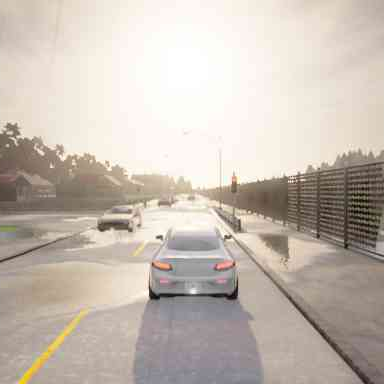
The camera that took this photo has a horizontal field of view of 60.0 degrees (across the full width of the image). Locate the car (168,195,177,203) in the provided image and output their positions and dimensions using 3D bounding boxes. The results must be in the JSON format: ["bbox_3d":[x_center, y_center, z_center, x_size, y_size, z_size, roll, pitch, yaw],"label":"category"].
[{"bbox_3d":[-4.154,1.499,72.070,1.812,1.442,4.674,0,0,0],"label":"car"}]

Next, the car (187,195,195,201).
[{"bbox_3d":[-0.190,1.447,86.391,1.882,1.535,5.008,0,0,0],"label":"car"}]

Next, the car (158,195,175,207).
[{"bbox_3d":[-4.205,1.459,51.810,1.882,1.535,5.008,0,0,0],"label":"car"}]

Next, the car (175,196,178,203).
[{"bbox_3d":[-4.195,1.330,61.740,2.097,1.767,4.553,0,0,0],"label":"car"}]

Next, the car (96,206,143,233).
[{"bbox_3d":[-4.143,1.541,19.935,2.033,1.411,5.357,0,0,0],"label":"car"}]

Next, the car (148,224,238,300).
[{"bbox_3d":[0.037,1.523,8.268,1.812,1.442,4.674,0,0,0],"label":"car"}]
